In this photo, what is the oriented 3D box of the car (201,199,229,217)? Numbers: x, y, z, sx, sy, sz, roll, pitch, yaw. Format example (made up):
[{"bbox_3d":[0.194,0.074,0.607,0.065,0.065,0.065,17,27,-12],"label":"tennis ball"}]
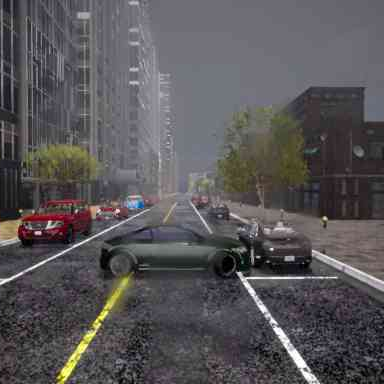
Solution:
[{"bbox_3d":[2.041,1.543,26.964,2.008,1.369,4.403,-1,0,-1],"label":"car"}]

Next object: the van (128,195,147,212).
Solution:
[{"bbox_3d":[-6.651,1.329,38.562,1.690,1.788,3.998,-1,0,-1],"label":"van"}]

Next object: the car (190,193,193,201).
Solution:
[{"bbox_3d":[0.885,1.290,71.962,2.192,1.841,5.009,-1,0,-1],"label":"car"}]

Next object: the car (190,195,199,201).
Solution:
[{"bbox_3d":[0.608,1.537,83.027,1.947,1.339,4.313,-1,0,-1],"label":"car"}]

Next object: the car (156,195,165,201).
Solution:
[{"bbox_3d":[-7.766,1.496,82.656,1.752,1.417,4.829,-1,0,-1],"label":"car"}]

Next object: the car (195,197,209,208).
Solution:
[{"bbox_3d":[1.445,1.509,50.000,1.752,1.417,4.829,-1,0,-1],"label":"car"}]

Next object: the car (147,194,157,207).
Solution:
[{"bbox_3d":[-6.931,1.298,49.628,2.192,1.841,5.009,-1,0,-1],"label":"car"}]

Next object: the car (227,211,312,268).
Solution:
[{"bbox_3d":[2.561,1.548,11.105,2.008,1.369,4.403,-1,0,-1],"label":"car"}]

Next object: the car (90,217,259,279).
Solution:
[{"bbox_3d":[-0.457,1.556,9.504,4.181,1.385,1.994,0,0,-1],"label":"car"}]

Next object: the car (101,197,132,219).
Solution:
[{"bbox_3d":[-6.362,1.432,26.768,1.967,1.590,4.097,-1,0,-1],"label":"car"}]

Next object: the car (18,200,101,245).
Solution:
[{"bbox_3d":[-6.173,1.310,15.700,2.192,1.841,5.009,-1,0,-1],"label":"car"}]

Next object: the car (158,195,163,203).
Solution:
[{"bbox_3d":[-7.349,1.522,66.227,1.887,1.381,4.507,-1,0,-1],"label":"car"}]

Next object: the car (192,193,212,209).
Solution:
[{"bbox_3d":[1.586,1.301,44.298,2.192,1.841,5.009,-1,0,-1],"label":"car"}]
